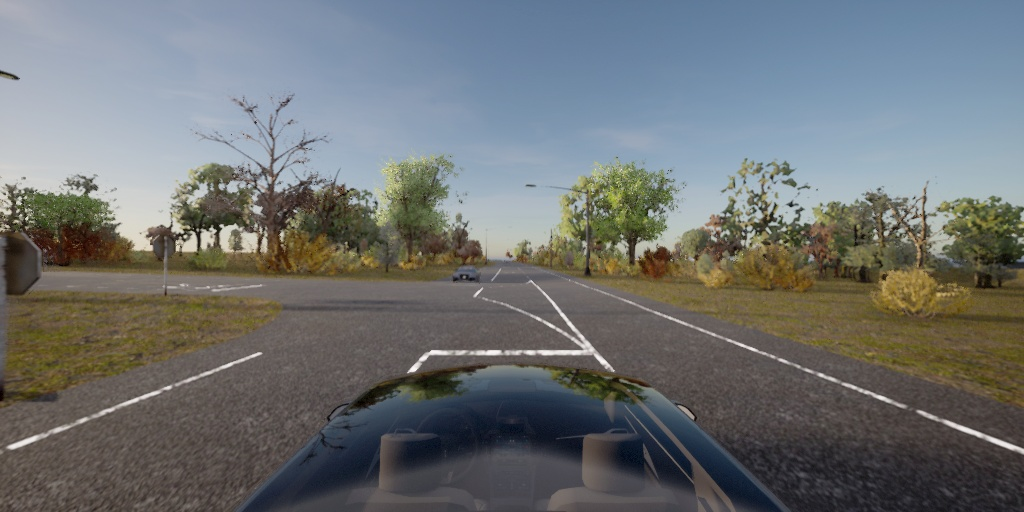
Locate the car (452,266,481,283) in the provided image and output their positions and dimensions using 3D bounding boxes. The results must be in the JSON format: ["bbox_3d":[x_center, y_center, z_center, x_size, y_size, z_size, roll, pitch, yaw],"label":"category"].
[{"bbox_3d":[-3.543,1.446,28.625,1.994,1.385,4.181,0,-2,0],"label":"car"}]
